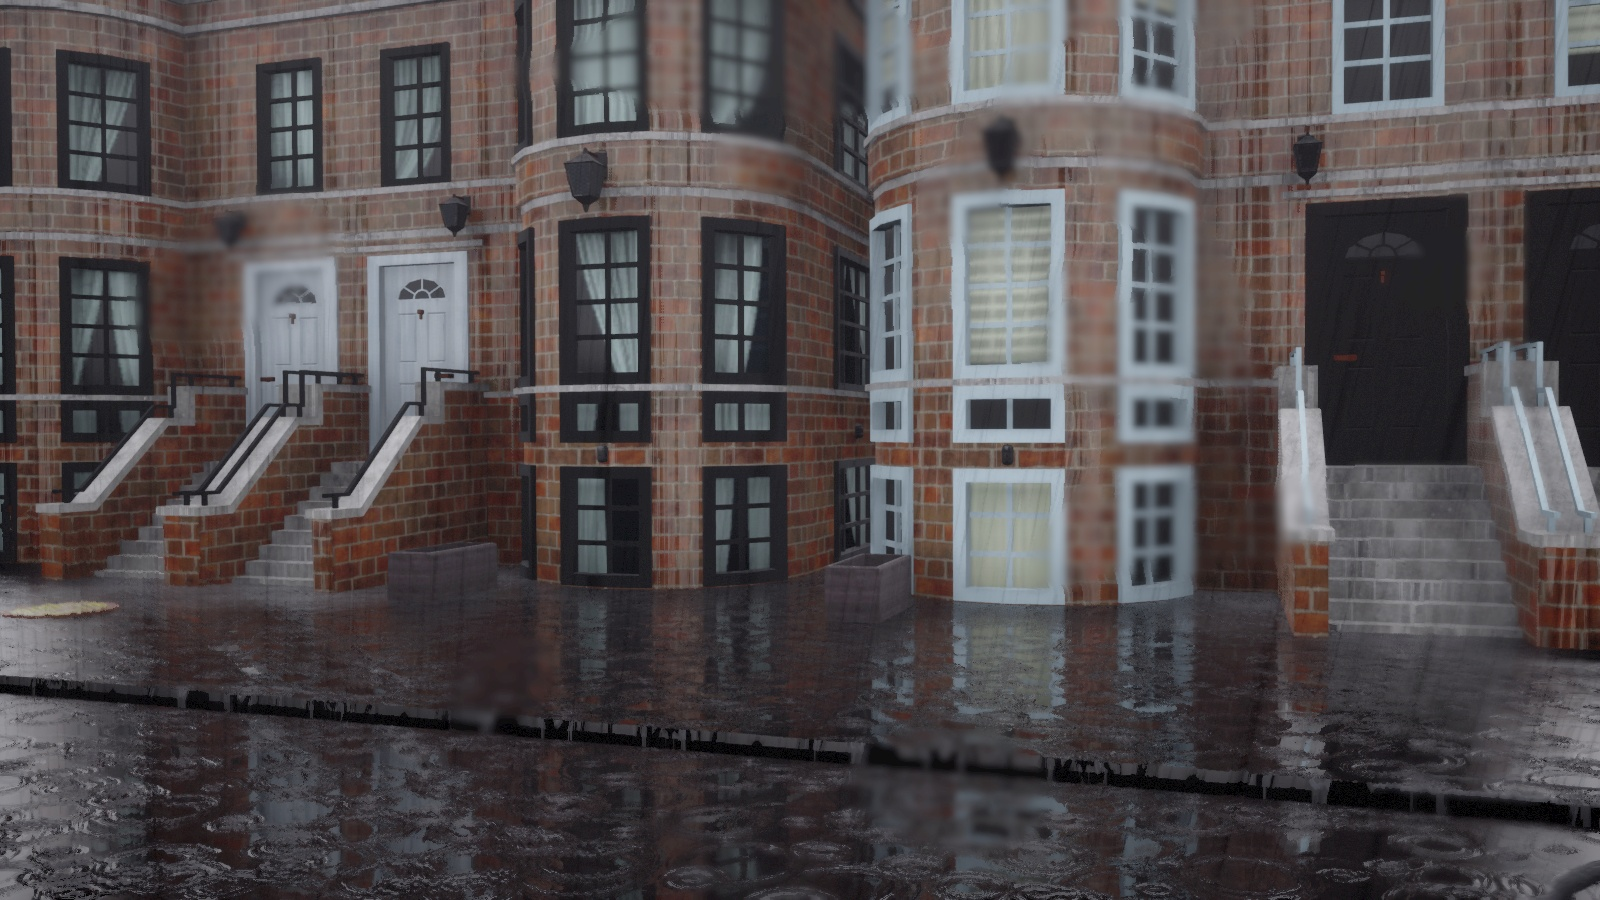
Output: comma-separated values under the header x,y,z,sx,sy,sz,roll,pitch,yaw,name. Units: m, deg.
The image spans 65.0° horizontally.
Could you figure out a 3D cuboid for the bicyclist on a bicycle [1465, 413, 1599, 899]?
x,y,z,sx,sy,sz,roll,pitch,yaw,name
2.464,0.726,2.893,1.509,1.612,0.866,0,1,18,bicyclist on a bicycle
